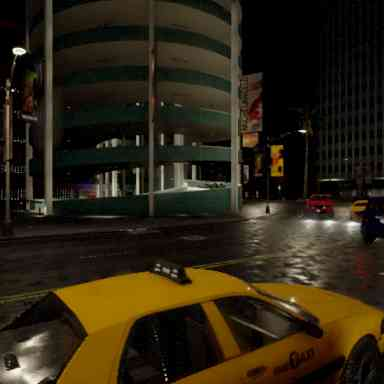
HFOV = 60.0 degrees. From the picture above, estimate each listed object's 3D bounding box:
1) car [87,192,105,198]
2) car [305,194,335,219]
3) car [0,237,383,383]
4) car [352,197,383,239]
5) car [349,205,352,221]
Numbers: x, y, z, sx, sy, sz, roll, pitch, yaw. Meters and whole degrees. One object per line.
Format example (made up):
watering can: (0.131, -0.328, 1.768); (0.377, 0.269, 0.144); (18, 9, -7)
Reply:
car: (-19.029, 0.979, 66.018); (2.435, 2.045, 5.566); (0, 0, -36)
car: (11.580, 1.213, 29.882); (2.150, 2.045, 5.566); (0, 0, 26)
car: (0.025, 1.454, 3.296); (5.366, 1.575, 1.801); (0, 0, -35)
car: (9.469, 1.220, 14.951); (5.566, 2.045, 2.150); (0, 0, -45)
car: (13.962, 1.467, 27.015); (1.882, 1.535, 5.008); (0, 0, 29)
